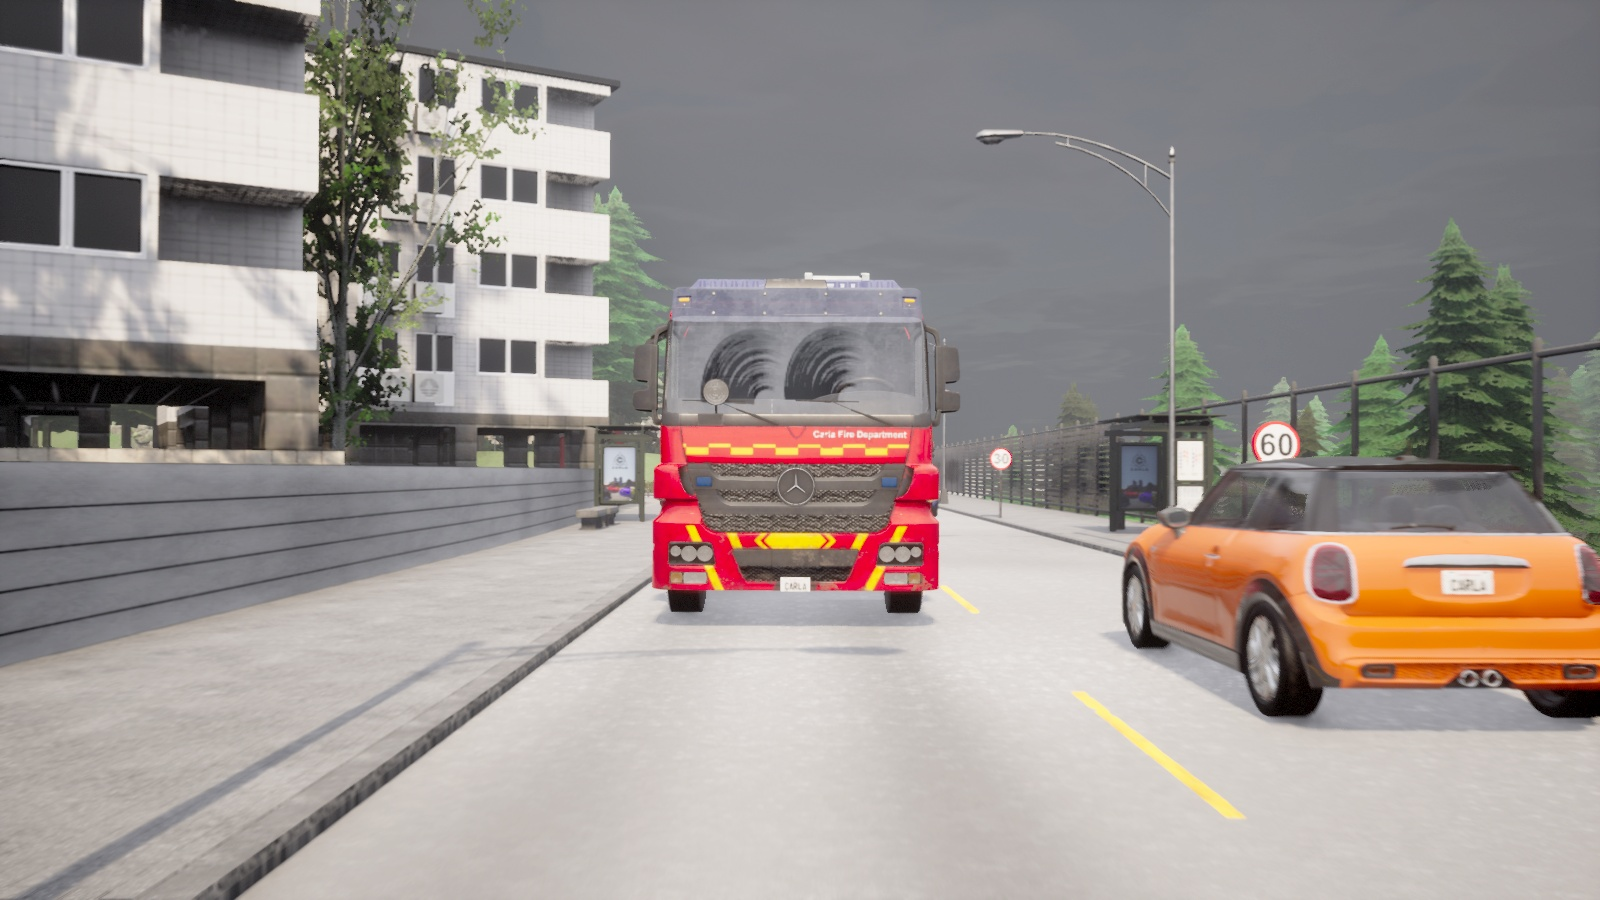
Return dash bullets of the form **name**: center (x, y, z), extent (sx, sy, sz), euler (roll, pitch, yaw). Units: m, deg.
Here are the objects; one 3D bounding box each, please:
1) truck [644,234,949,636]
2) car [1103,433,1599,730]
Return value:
- **truck**: center (-0.046, -0.078, 16.217), extent (2.891, 3.827, 8.468), euler (0, -1, 0)
- **car**: center (3.972, 0.821, 9.786), extent (2.097, 1.767, 4.553), euler (0, -1, 0)
